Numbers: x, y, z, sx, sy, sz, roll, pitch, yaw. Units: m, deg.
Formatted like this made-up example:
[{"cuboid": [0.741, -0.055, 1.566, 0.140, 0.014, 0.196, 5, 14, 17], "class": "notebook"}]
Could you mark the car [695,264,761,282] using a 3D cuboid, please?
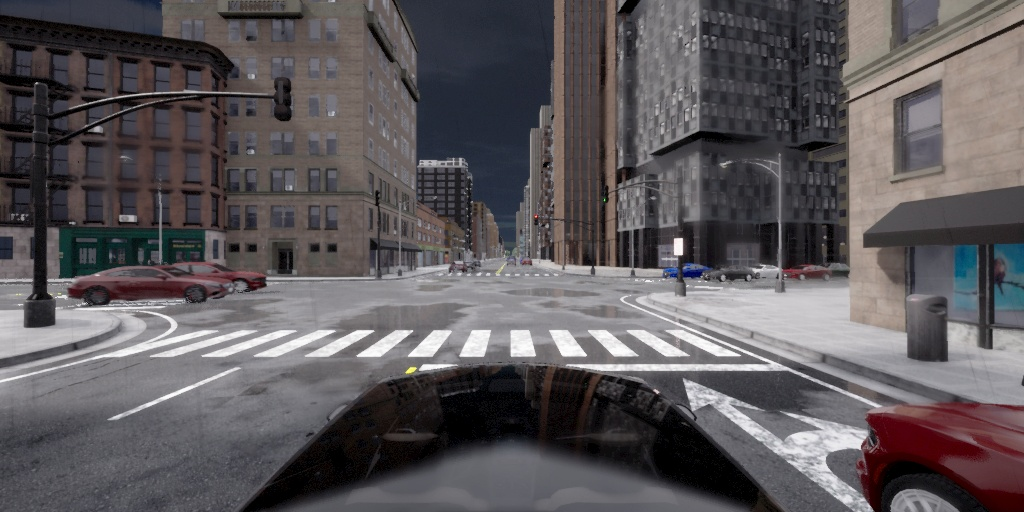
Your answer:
[{"cuboid": [19.283, 1.514, 32.048, 4.892, 1.490, 1.837, 1, 0, -17], "class": "car"}]

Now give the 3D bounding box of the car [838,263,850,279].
[{"cuboid": [35.023, 1.570, 39.641, 4.553, 1.767, 2.097, 1, 0, -13], "class": "car"}]

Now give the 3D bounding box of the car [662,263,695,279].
[{"cuboid": [17.031, 1.486, 34.791, 5.008, 1.535, 1.882, 1, 0, -16], "class": "car"}]

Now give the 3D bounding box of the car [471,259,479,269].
[{"cuboid": [-6.676, 1.252, 54.688, 2.128, 1.511, 4.902, 0, 0, 0], "class": "car"}]

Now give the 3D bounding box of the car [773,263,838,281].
[{"cuboid": [28.334, 1.593, 34.618, 5.008, 1.535, 1.882, 1, 0, -15], "class": "car"}]

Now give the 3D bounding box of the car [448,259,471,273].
[{"cuboid": [-6.666, 1.284, 44.727, 1.812, 1.442, 4.674, 0, 0, 0], "class": "car"}]

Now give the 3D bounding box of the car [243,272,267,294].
[{"cuboid": [-14.744, 1.052, 17.185, 5.008, 1.535, 1.882, 1, 0, -23], "class": "car"}]

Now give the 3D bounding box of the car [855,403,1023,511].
[{"cuboid": [3.352, 1.228, 0.423, 1.882, 1.535, 5.008, 0, 0, 0], "class": "car"}]

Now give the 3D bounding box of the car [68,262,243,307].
[{"cuboid": [-13.606, 1.084, 13.797, 4.674, 1.442, 1.812, 1, 0, -18], "class": "car"}]

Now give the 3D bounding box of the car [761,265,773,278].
[{"cuboid": [26.014, 1.639, 37.360, 4.674, 1.442, 1.812, 1, 0, -15], "class": "car"}]

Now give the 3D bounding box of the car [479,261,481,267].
[{"cuboid": [-6.664, 1.325, 64.650, 1.994, 1.385, 4.181, 0, 0, 0], "class": "car"}]
